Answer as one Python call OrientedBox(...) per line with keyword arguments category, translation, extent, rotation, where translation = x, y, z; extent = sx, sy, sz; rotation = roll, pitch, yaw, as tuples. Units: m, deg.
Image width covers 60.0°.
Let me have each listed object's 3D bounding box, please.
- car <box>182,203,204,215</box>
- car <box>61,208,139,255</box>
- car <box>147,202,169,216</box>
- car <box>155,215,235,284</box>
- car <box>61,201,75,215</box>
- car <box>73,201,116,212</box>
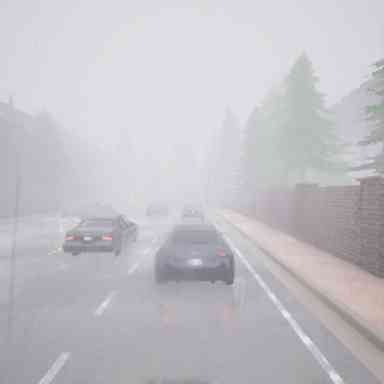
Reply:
OrientedBox(category="car", translation=(0.078, 1.635, 28.439), extent=(2.033, 1.411, 5.357), rotation=(0, 0, 0))
OrientedBox(category="car", translation=(-3.413, 1.589, 13.401), extent=(2.033, 1.411, 5.357), rotation=(0, 0, 0))
OrientedBox(category="car", translation=(-3.436, 1.667, 33.822), extent=(1.994, 1.385, 4.181), rotation=(0, 0, 0))
OrientedBox(category="car", translation=(0.077, 1.595, 9.702), extent=(1.994, 1.385, 4.181), rotation=(0, 0, 0))
OrientedBox(category="car", translation=(-10.626, 1.600, 31.118), extent=(1.837, 1.490, 4.892), rotation=(0, 0, 0))
OrientedBox(category="car", translation=(-7.121, 1.570, 25.759), extent=(2.128, 1.511, 4.902), rotation=(0, 0, 0))
